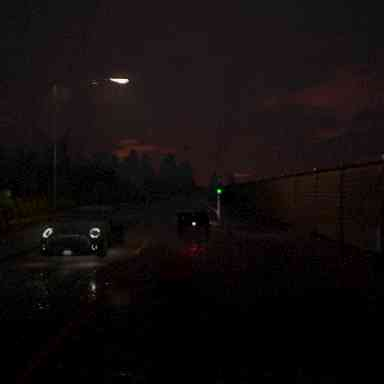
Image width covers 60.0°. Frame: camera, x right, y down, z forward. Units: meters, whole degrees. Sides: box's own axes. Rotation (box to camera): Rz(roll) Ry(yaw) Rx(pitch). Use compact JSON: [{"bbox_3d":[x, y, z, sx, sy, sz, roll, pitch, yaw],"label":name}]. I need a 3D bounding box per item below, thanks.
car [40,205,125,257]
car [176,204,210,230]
[{"bbox_3d":[-4.006,1.354,12.914,2.097,1.767,4.553,0,0,0],"label":"car"},{"bbox_3d":[0.093,1.508,20.808,1.837,1.490,4.892,0,0,0],"label":"car"}]
